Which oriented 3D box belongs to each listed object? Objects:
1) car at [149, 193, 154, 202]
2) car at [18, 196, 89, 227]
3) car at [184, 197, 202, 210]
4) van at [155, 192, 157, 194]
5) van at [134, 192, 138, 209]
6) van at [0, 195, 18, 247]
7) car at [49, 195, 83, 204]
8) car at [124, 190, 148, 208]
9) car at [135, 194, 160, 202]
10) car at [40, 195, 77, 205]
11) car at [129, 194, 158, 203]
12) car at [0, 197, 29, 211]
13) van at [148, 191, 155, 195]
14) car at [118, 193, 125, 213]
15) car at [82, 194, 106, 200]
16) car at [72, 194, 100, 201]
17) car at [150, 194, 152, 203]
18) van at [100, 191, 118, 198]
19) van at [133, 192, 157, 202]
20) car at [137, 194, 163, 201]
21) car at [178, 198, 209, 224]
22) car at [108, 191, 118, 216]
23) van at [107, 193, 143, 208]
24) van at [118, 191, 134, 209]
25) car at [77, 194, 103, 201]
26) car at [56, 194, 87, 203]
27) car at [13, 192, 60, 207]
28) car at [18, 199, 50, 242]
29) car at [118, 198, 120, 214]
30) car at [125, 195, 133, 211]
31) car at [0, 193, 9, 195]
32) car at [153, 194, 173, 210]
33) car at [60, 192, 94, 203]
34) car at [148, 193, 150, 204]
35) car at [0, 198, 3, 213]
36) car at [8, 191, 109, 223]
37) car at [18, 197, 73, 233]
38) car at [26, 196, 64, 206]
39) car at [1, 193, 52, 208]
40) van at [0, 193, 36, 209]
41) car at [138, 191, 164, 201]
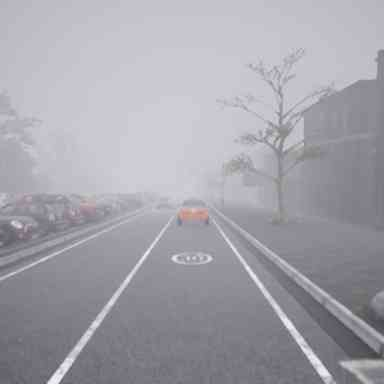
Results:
[{"bbox_3d":[-8.987,1.331,53.454,4.792,1.488,2.163,0,1,0],"label":"car"},{"bbox_3d":[-8.881,1.292,19.807,4.553,1.767,2.185,0,0,0],"label":"car"},{"bbox_3d":[0.101,1.405,41.630,2.033,1.411,5.357,0,0,0],"label":"car"},{"bbox_3d":[-8.849,1.026,59.056,4.442,1.987,1.878,0,1,0],"label":"van"},{"bbox_3d":[-9.056,1.138,39.429,4.442,1.987,1.878,0,0,0],"label":"van"},{"bbox_3d":[-8.785,1.215,11.397,4.442,1.987,1.878,0,0,0],"label":"van"},{"bbox_3d":[-22.039,1.259,58.312,5.008,1.535,2.097,0,0,0],"label":"car"},{"bbox_3d":[-8.915,1.105,42.234,5.566,2.045,2.435,0,0,0],"label":"car"},{"bbox_3d":[-8.979,1.204,67.472,4.674,1.452,2.002,0,1,0],"label":"car"},{"bbox_3d":[-22.225,1.281,55.534,5.366,1.575,1.946,0,1,0],"label":"car"},{"bbox_3d":[-8.964,1.223,61.865,5.008,1.535,2.097,0,1,0],"label":"car"},{"bbox_3d":[-22.204,1.363,38.877,5.366,1.575,1.946,0,0,0],"label":"car"},{"bbox_3d":[-9.078,1.051,56.255,4.442,1.987,1.878,0,1,0],"label":"van"},{"bbox_3d":[-8.959,1.261,31.020,4.553,1.767,2.185,0,0,0],"label":"car"},{"bbox_3d":[-22.095,1.115,74.966,4.792,1.488,2.163,0,1,0],"label":"car"},{"bbox_3d":[-22.064,1.144,69.415,5.008,1.535,2.097,0,1,0],"label":"car"},{"bbox_3d":[-8.951,1.359,50.646,4.674,1.452,2.002,0,0,0],"label":"car"},{"bbox_3d":[-22.202,0.713,88.840,4.442,1.987,1.878,0,1,0],"label":"van"},{"bbox_3d":[-9.090,0.968,64.666,4.442,1.987,1.878,0,1,0],"label":"van"},{"bbox_3d":[-8.795,1.131,70.275,5.366,1.575,1.946,0,1,0],"label":"car"},{"bbox_3d":[0.100,1.281,23.877,2.097,1.767,4.553,0,0,0],"label":"car"},{"bbox_3d":[-8.892,1.151,25.413,5.566,2.045,2.435,0,0,0],"label":"car"},{"bbox_3d":[-9.063,1.122,45.034,4.442,1.987,1.878,0,0,0],"label":"van"},{"bbox_3d":[-9.052,1.146,36.626,4.442,1.987,1.878,0,0,0],"label":"van"},{"bbox_3d":[-22.069,1.116,72.191,4.892,1.521,2.231,0,1,0],"label":"car"},{"bbox_3d":[-22.042,1.233,61.090,4.892,1.521,2.231,0,1,0],"label":"car"},{"bbox_3d":[-22.001,1.087,47.204,5.566,2.045,2.435,0,0,0],"label":"car"},{"bbox_3d":[-8.936,1.307,14.200,4.553,1.767,2.185,0,0,0],"label":"car"},{"bbox_3d":[-8.921,1.434,28.217,4.674,1.452,2.002,0,0,0],"label":"car"},{"bbox_3d":[-8.925,1.380,33.823,4.892,1.521,2.231,0,0,0],"label":"car"},{"bbox_3d":[-22.043,1.122,36.100,5.566,2.045,2.435,0,0,0],"label":"car"},{"bbox_3d":[-3.339,1.366,40.916,1.837,1.490,4.892,0,0,0],"label":"car"},{"bbox_3d":[-22.023,0.952,63.861,5.566,2.045,2.435,0,1,0],"label":"car"},{"bbox_3d":[-8.957,1.335,47.843,4.892,1.521,2.231,0,0,0],"label":"car"},{"bbox_3d":[-21.982,1.411,33.326,4.792,1.488,2.163,0,0,0],"label":"car"},{"bbox_3d":[-8.888,1.158,22.610,5.566,2.045,2.435,0,0,0],"label":"car"},{"bbox_3d":[-8.877,1.299,17.003,4.553,1.767,2.185,0,0,0],"label":"car"},{"bbox_3d":[-22.062,1.353,49.980,4.792,1.488,2.163,0,0,0],"label":"car"},{"bbox_3d":[-22.054,1.099,44.427,5.566,2.045,2.435,0,0,0],"label":"car"},{"bbox_3d":[-22.138,1.133,41.651,4.442,1.987,1.878,0,0,0],"label":"van"},{"bbox_3d":[-8.956,0.853,73.076,5.566,2.045,2.435,0,1,0],"label":"car"}]
